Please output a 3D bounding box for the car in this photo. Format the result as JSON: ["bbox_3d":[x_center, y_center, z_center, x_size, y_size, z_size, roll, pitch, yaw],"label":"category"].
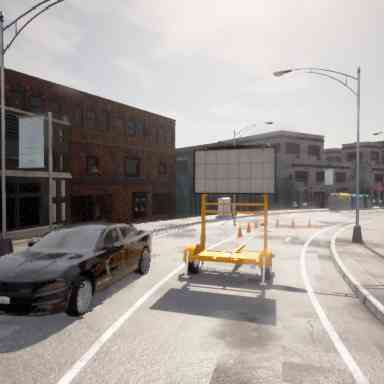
[{"bbox_3d":[-2.489,1.463,7.790,1.882,1.535,5.008,0,0,13],"label":"car"}]

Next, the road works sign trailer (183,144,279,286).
[{"bbox_3d":[1.251,0.462,9.687,2.380,3.560,2.880,0,0,20],"label":"road works sign trailer"}]

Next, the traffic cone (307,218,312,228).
[{"bbox_3d":[7.479,1.982,21.165,0.340,0.580,0.340,1,0,22],"label":"traffic cone"}]
